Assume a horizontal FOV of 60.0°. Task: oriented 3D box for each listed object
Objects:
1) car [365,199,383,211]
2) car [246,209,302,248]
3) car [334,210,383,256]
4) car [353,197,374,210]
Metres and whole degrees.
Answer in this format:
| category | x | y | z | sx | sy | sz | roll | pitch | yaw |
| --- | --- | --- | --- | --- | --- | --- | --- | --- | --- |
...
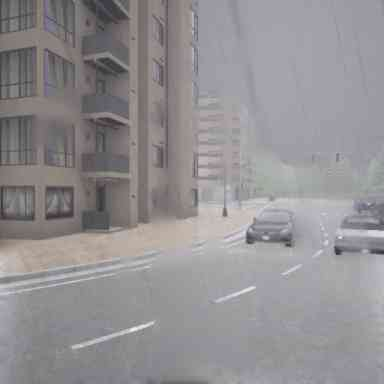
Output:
| category | x | y | z | sx | sy | sz | roll | pitch | yaw |
| --- | --- | --- | --- | --- | --- | --- | --- | --- | --- |
| car | 16.146 | 1.547 | 27.494 | 2.033 | 1.411 | 5.357 | 0 | 0 | 18 |
| car | 3.864 | 1.525 | 15.077 | 1.812 | 1.442 | 4.674 | 0 | 0 | 25 |
| car | 6.573 | 1.601 | 12.694 | 1.895 | 1.301 | 4.718 | 0 | 0 | 27 |
| car | 19.398 | 1.352 | 37.201 | 2.097 | 1.767 | 4.553 | 0 | 0 | 19 |
